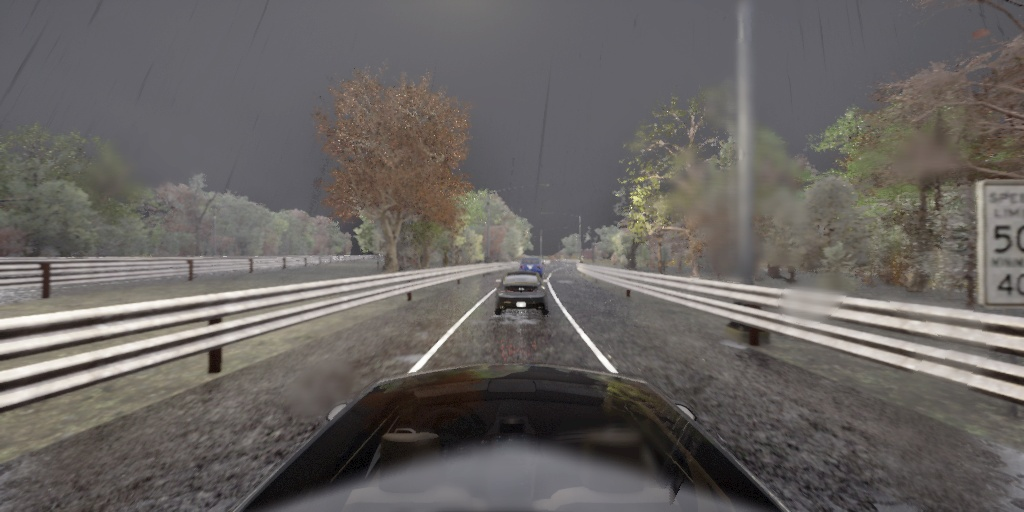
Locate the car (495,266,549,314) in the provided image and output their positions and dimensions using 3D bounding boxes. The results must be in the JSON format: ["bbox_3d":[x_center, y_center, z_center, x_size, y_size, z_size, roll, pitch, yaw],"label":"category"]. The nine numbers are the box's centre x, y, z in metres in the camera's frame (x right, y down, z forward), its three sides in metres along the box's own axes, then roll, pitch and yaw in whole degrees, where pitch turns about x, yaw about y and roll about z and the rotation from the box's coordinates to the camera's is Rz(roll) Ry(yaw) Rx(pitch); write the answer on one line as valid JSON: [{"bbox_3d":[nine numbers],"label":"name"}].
[{"bbox_3d":[0.391,1.329,14.104,1.837,1.490,4.892,0,0,2],"label":"car"}]

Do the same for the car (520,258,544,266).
[{"bbox_3d":[1.959,1.175,35.377,2.150,2.045,5.566,0,0,6],"label":"car"}]
